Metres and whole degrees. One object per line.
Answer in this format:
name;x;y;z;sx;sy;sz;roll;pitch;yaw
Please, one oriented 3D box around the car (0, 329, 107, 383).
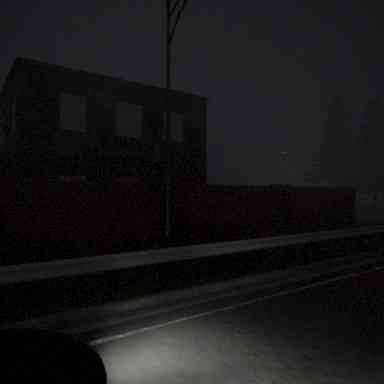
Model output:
car;-2.775;1.519;1.768;4.674;1.442;1.812;0;0;-35
